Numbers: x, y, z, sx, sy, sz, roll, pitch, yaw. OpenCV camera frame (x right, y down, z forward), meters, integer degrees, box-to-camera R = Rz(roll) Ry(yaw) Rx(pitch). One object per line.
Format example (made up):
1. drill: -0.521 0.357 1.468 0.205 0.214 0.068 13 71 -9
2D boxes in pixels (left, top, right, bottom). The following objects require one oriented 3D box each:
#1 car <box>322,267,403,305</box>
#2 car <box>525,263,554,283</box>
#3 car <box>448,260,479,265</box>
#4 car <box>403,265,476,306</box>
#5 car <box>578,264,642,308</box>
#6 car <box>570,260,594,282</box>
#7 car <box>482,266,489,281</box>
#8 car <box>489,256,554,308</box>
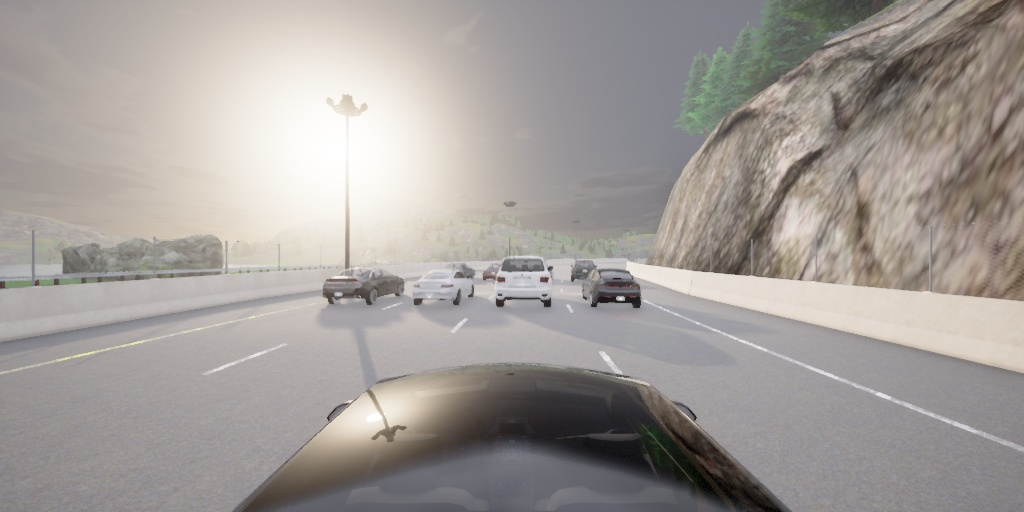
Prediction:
1. car: -6.393 1.245 16.045 2.128 1.511 4.902 0 0 5
2. car: 2.328 1.322 29.326 1.994 1.385 4.181 0 0 10
3. car: -4.575 1.313 30.489 2.033 1.411 5.357 0 0 10
4. car: -2.905 1.283 15.753 1.812 1.442 4.674 0 0 5
5. car: 4.071 1.266 15.170 1.837 1.490 4.892 0 0 5
6. car: 5.774 1.116 28.715 2.097 1.767 4.553 0 0 10
7. car: -1.124 1.322 29.907 1.994 1.385 4.181 0 0 10
8. car: 0.585 1.008 15.491 2.150 2.045 5.566 0 0 5
